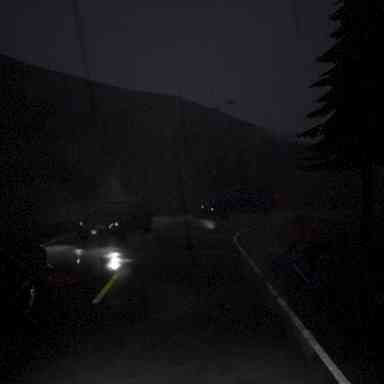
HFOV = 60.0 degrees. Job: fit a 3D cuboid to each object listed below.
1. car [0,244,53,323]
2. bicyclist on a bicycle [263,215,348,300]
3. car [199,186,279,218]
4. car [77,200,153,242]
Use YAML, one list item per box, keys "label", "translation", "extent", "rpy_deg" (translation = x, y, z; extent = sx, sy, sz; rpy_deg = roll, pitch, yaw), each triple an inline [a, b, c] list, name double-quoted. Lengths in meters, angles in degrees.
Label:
- label: "car"
  translation: [-3.667, 1.421, 4.244]
  extent: [2.033, 1.411, 5.357]
  rpy_deg: [0, 2, 0]
- label: "bicyclist on a bicycle"
  translation: [2.174, 1.275, 6.367]
  extent: [1.656, 1.620, 0.582]
  rpy_deg: [0, 2, 0]
- label: "car"
  translation: [3.250, 0.595, 22.577]
  extent: [5.566, 2.045, 2.150]
  rpy_deg: [-1, 2, -22]
- label: "car"
  translation: [-3.087, 1.120, 14.353]
  extent: [1.812, 1.442, 4.674]
  rpy_deg: [0, 2, 12]
